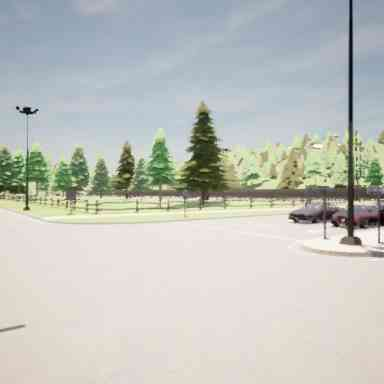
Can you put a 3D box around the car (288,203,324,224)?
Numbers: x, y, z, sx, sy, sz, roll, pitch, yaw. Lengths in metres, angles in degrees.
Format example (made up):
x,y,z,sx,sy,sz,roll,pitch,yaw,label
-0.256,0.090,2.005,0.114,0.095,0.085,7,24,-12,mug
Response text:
x,y,z,sx,sy,sz,roll,pitch,yaw,label
9.546,1.527,24.896,5.357,1.411,2.033,0,0,-35,car

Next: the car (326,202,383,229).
x,y,z,sx,sy,sz,roll,pitch,yaw,label
10.908,1.544,21.574,4.181,1.385,1.994,0,0,-36,car
